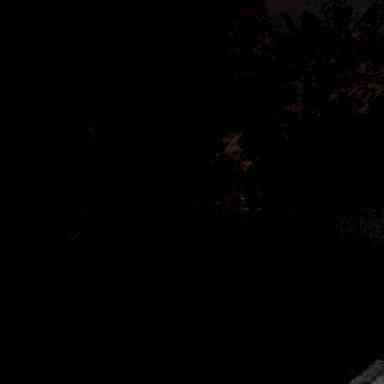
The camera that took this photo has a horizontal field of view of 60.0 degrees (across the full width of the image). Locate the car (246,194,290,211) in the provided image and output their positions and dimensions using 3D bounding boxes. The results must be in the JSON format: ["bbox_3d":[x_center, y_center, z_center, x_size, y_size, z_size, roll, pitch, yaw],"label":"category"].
[{"bbox_3d":[7.931,1.194,34.226,2.033,1.411,5.357,0,1,-15],"label":"car"}]

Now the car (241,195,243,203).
[{"bbox_3d":[8.339,1.372,62.356,2.128,1.511,4.902,0,-1,15],"label":"car"}]

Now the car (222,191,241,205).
[{"bbox_3d":[5.650,0.853,49.375,2.150,2.045,5.566,0,-1,10],"label":"car"}]

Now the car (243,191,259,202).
[{"bbox_3d":[9.608,0.927,52.601,2.150,2.045,5.566,0,-2,10],"label":"car"}]

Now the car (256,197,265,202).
[{"bbox_3d":[17.401,1.851,84.420,1.895,1.301,4.718,0,-1,15],"label":"car"}]

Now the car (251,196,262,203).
[{"bbox_3d":[13.358,1.586,68.767,1.812,1.442,4.674,0,-1,15],"label":"car"}]

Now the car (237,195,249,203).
[{"bbox_3d":[11.455,1.497,74.413,2.097,1.767,4.553,0,-1,15],"label":"car"}]
